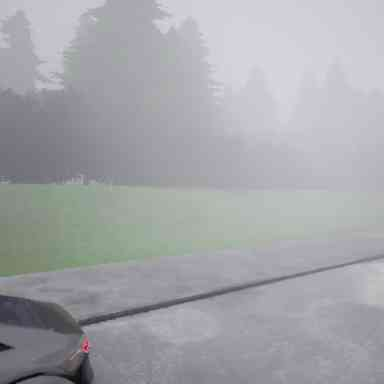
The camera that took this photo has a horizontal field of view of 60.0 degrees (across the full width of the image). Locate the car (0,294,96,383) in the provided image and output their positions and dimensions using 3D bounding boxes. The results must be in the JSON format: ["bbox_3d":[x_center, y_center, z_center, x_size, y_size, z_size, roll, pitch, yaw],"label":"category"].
[{"bbox_3d":[-2.926,1.559,2.517,4.181,1.385,1.994,0,0,-35],"label":"car"}]
